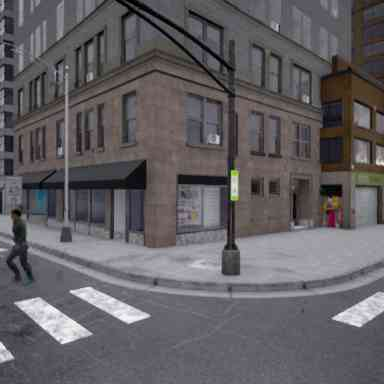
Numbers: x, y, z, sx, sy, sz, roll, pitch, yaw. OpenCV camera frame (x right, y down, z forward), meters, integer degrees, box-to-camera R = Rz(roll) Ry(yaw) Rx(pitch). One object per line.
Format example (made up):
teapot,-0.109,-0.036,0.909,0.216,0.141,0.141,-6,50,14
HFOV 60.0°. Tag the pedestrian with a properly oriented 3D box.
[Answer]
pedestrian,-4.133,1.296,7.941,0.375,1.860,0.375,0,1,-43
